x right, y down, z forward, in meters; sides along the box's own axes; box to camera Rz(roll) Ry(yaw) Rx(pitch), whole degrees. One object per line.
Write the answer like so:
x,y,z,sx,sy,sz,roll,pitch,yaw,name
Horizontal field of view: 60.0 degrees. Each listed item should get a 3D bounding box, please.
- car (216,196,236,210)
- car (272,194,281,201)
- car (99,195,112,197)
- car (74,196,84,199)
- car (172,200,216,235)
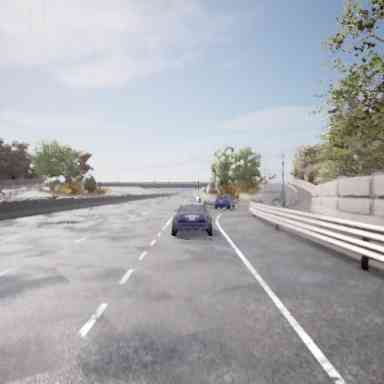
4.932,1.590,49.138,2.150,2.045,5.566,0,-1,19,car
22.853,1.903,90.073,1.837,1.490,4.892,0,3,20,car
-20.986,1.593,82.696,1.837,1.490,4.892,0,0,0,car
-27.986,1.646,82.697,1.994,1.385,4.181,0,0,0,car
0.031,1.369,18.883,2.097,1.767,4.553,0,0,1,car
